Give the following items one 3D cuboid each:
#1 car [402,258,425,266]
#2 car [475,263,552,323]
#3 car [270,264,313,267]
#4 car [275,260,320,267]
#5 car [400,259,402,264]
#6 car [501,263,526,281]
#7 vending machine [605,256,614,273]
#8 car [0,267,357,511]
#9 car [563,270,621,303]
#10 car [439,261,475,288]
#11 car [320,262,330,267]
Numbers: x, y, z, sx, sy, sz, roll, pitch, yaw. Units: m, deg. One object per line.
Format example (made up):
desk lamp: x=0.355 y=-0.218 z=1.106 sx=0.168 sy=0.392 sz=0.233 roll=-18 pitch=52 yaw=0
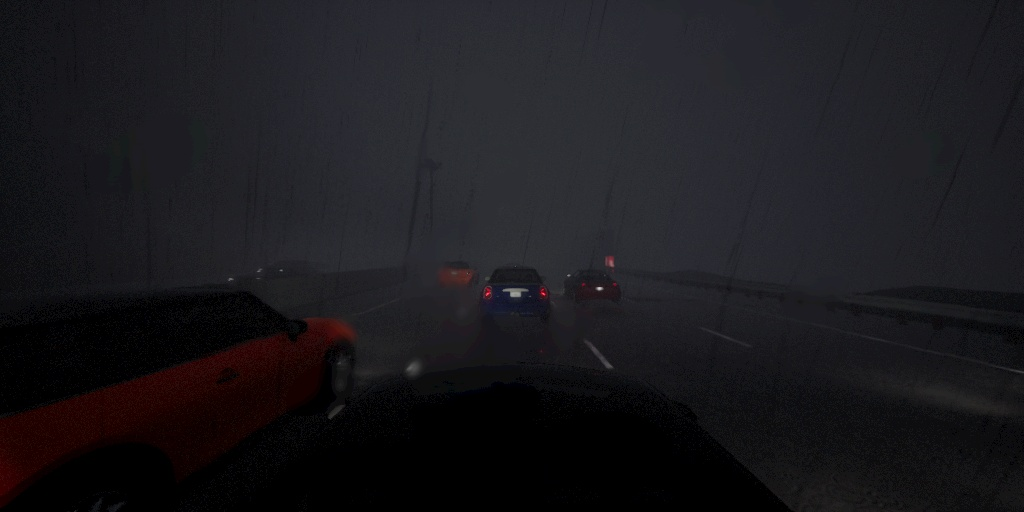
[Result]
car: x=-14.048 y=1.253 z=52.383 sx=1.837 sy=1.490 sz=4.892 roll=0 pitch=1 yaw=0
car: x=0.105 y=1.102 z=12.216 sx=2.097 sy=1.767 sz=4.553 roll=0 pitch=0 yaw=0
car: x=-14.090 y=1.352 z=21.069 sx=1.895 sy=1.301 sz=4.718 roll=0 pitch=0 yaw=0
car: x=-17.585 y=1.102 z=28.139 sx=2.097 sy=1.767 sz=4.553 roll=0 pitch=0 yaw=0
car: x=-17.484 y=1.277 z=62.807 sx=1.812 sy=1.442 sz=4.674 roll=0 pitch=1 yaw=1
car: x=0.115 y=1.314 z=31.125 sx=1.994 sy=1.385 sz=4.181 roll=0 pitch=0 yaw=0
vending machine: x=12.019 y=0.945 z=44.025 sx=1.100 sy=2.100 sz=0.880 roll=0 pitch=0 yaw=0
car: x=-3.399 y=1.102 z=3.600 sx=2.097 sy=1.767 sz=4.553 roll=0 pitch=0 yaw=0
car: x=3.608 y=1.314 z=16.765 sx=1.994 sy=1.385 sz=4.181 roll=0 pitch=0 yaw=0
car: x=-3.390 y=1.102 z=23.571 sx=2.097 sy=1.767 sz=4.553 roll=0 pitch=0 yaw=0
car: x=-21.079 y=1.298 z=37.666 sx=2.033 sy=1.411 sz=5.357 roll=0 pitch=0 yaw=0
